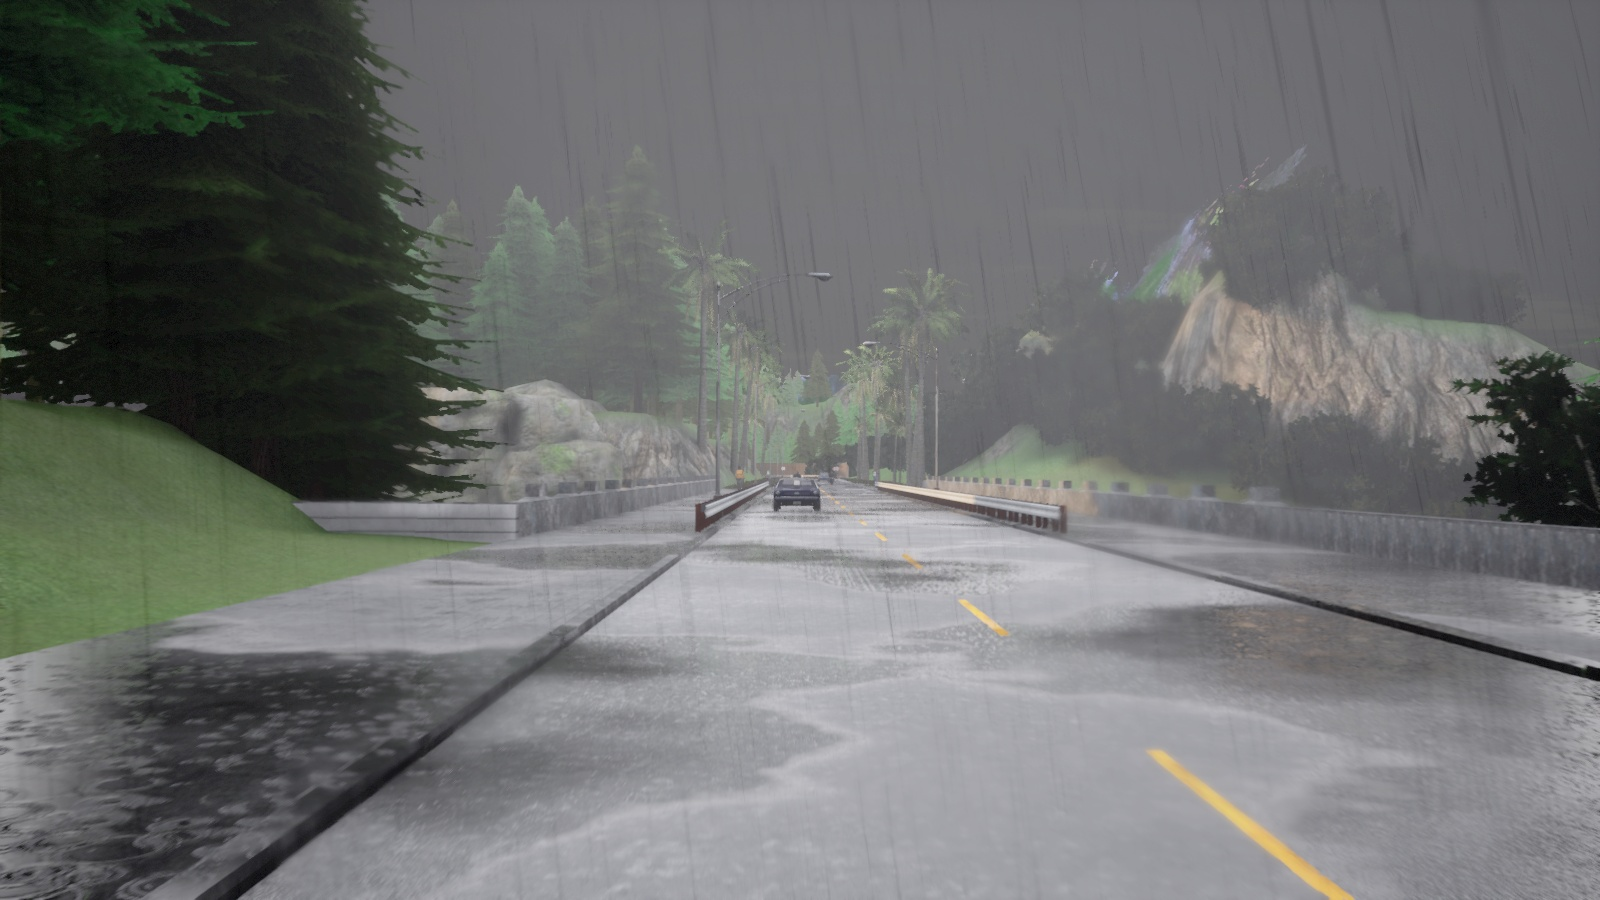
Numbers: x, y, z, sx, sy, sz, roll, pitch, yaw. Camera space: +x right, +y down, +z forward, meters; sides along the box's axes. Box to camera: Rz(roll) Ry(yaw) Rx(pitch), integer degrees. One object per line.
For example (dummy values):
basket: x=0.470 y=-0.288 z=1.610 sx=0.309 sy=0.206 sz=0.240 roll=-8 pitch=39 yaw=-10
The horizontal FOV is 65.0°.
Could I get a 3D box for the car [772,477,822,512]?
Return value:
car: x=-0.109 y=1.756 z=50.194 sx=1.895 sy=1.301 sz=4.718 roll=0 pitch=-1 yaw=0
